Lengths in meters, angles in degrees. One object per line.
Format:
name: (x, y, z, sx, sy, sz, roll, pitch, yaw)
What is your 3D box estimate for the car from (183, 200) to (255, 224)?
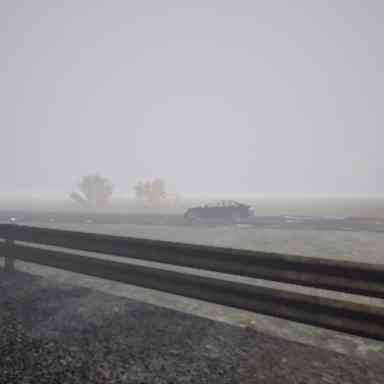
car: (1.792, 1.287, 22.613, 4.902, 1.511, 2.128, 0, 0, 17)
